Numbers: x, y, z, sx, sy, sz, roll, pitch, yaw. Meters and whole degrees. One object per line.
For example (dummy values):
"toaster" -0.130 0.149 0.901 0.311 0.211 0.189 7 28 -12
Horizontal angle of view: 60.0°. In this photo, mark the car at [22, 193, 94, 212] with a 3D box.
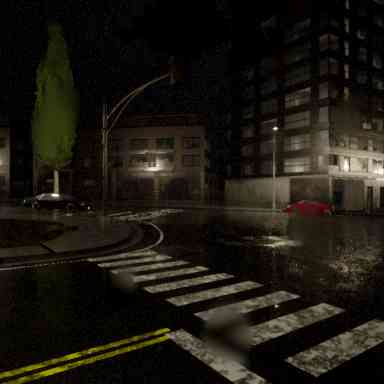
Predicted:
"car" -10.581 0.786 26.271 5.357 1.411 2.033 1 0 11

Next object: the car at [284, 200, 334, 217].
"car" 10.229 1.356 29.211 4.181 1.385 1.994 3 1 7
